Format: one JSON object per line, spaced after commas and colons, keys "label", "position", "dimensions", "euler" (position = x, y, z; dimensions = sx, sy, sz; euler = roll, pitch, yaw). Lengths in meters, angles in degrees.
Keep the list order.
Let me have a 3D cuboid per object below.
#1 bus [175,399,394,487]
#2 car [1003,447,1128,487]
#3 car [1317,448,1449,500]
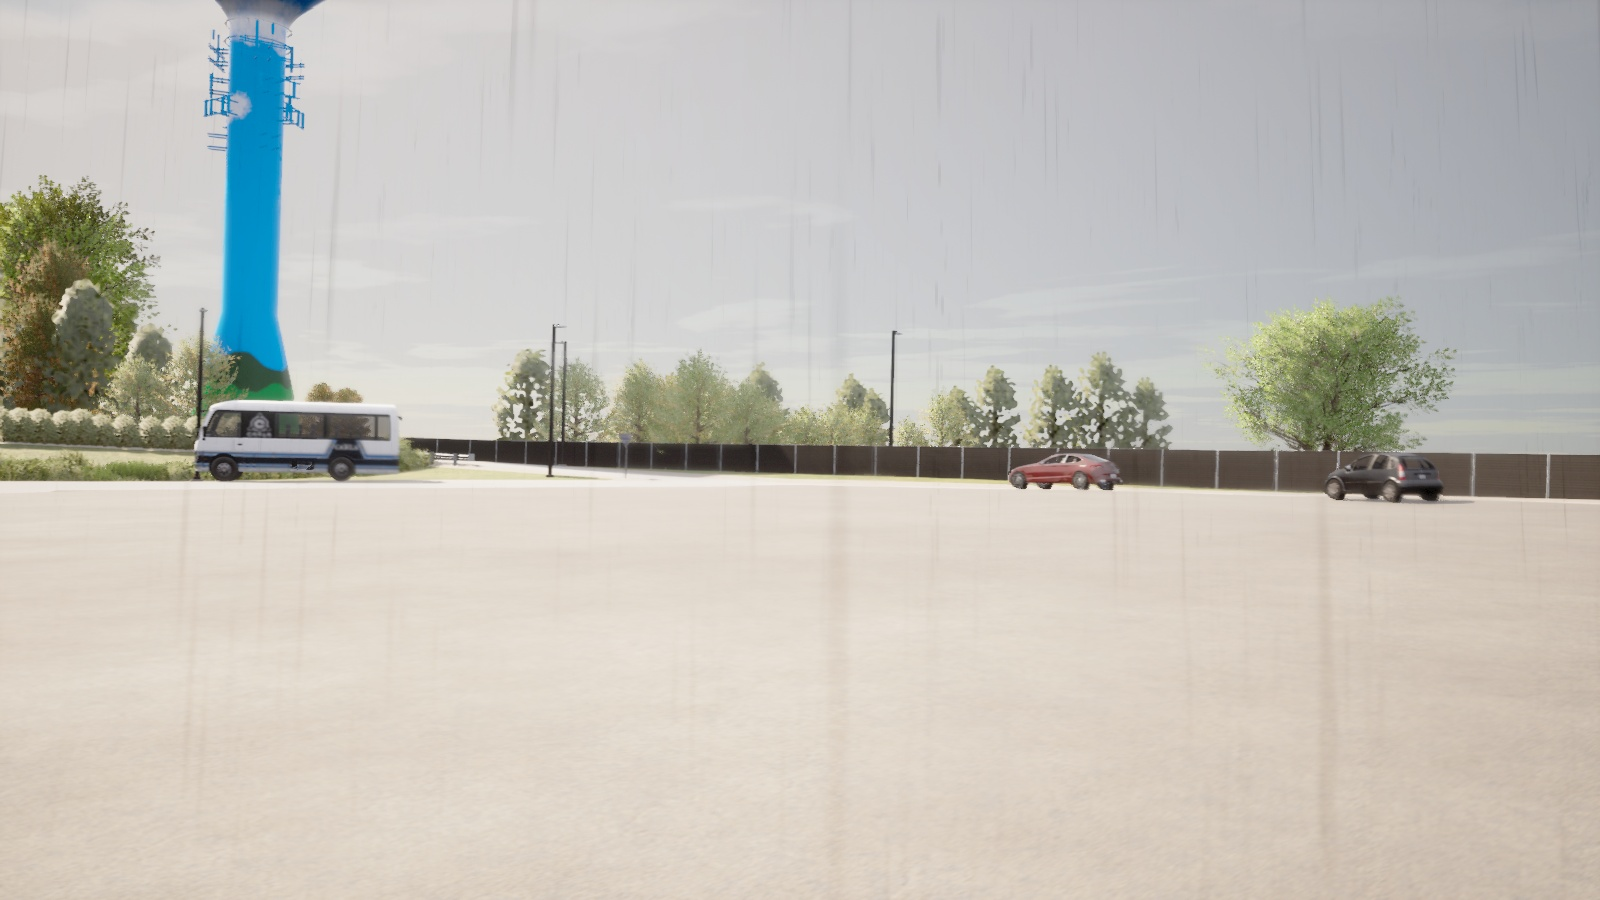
{"label": "bus", "position": [-26.819, -0.312, 66.074], "dimensions": [10.273, 4.253, 3.944], "euler": [1, 0, -18]}
{"label": "car", "position": [11.613, 0.763, 55.161], "dimensions": [2.152, 1.651, 5.027], "euler": [2, -2, -42]}
{"label": "car", "position": [19.466, 0.787, 42.130], "dimensions": [1.851, 1.617, 3.988], "euler": [-1, 0, -16]}
